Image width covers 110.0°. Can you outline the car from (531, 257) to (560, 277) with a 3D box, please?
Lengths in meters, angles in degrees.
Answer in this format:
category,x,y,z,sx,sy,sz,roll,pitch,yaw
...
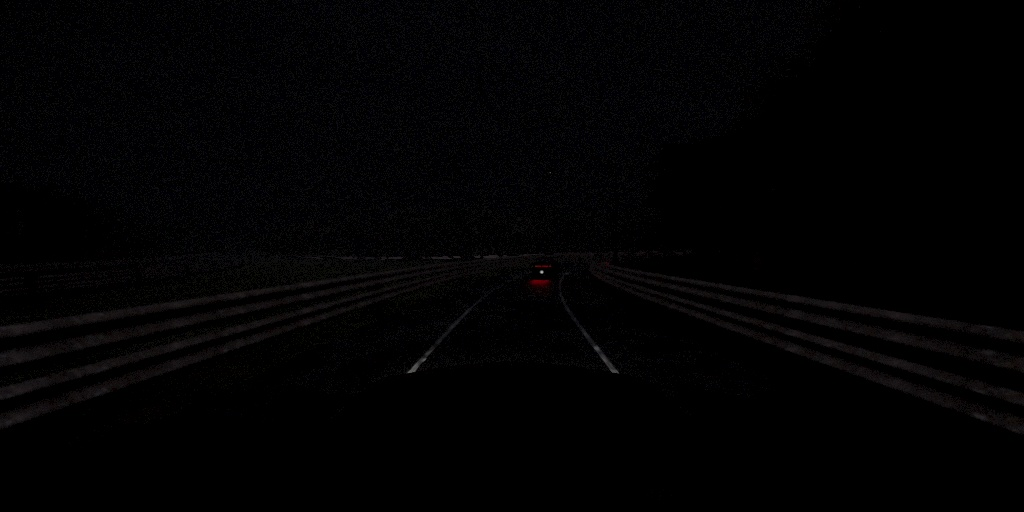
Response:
category,x,y,z,sx,sy,sz,roll,pitch,yaw
car,2.689,0.849,28.757,1.837,1.490,4.892,0,2,12

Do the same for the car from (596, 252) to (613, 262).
category,x,y,z,sx,sy,sz,roll,pitch,yaw
car,15.946,0.025,61.146,2.097,1.767,4.553,1,2,32
